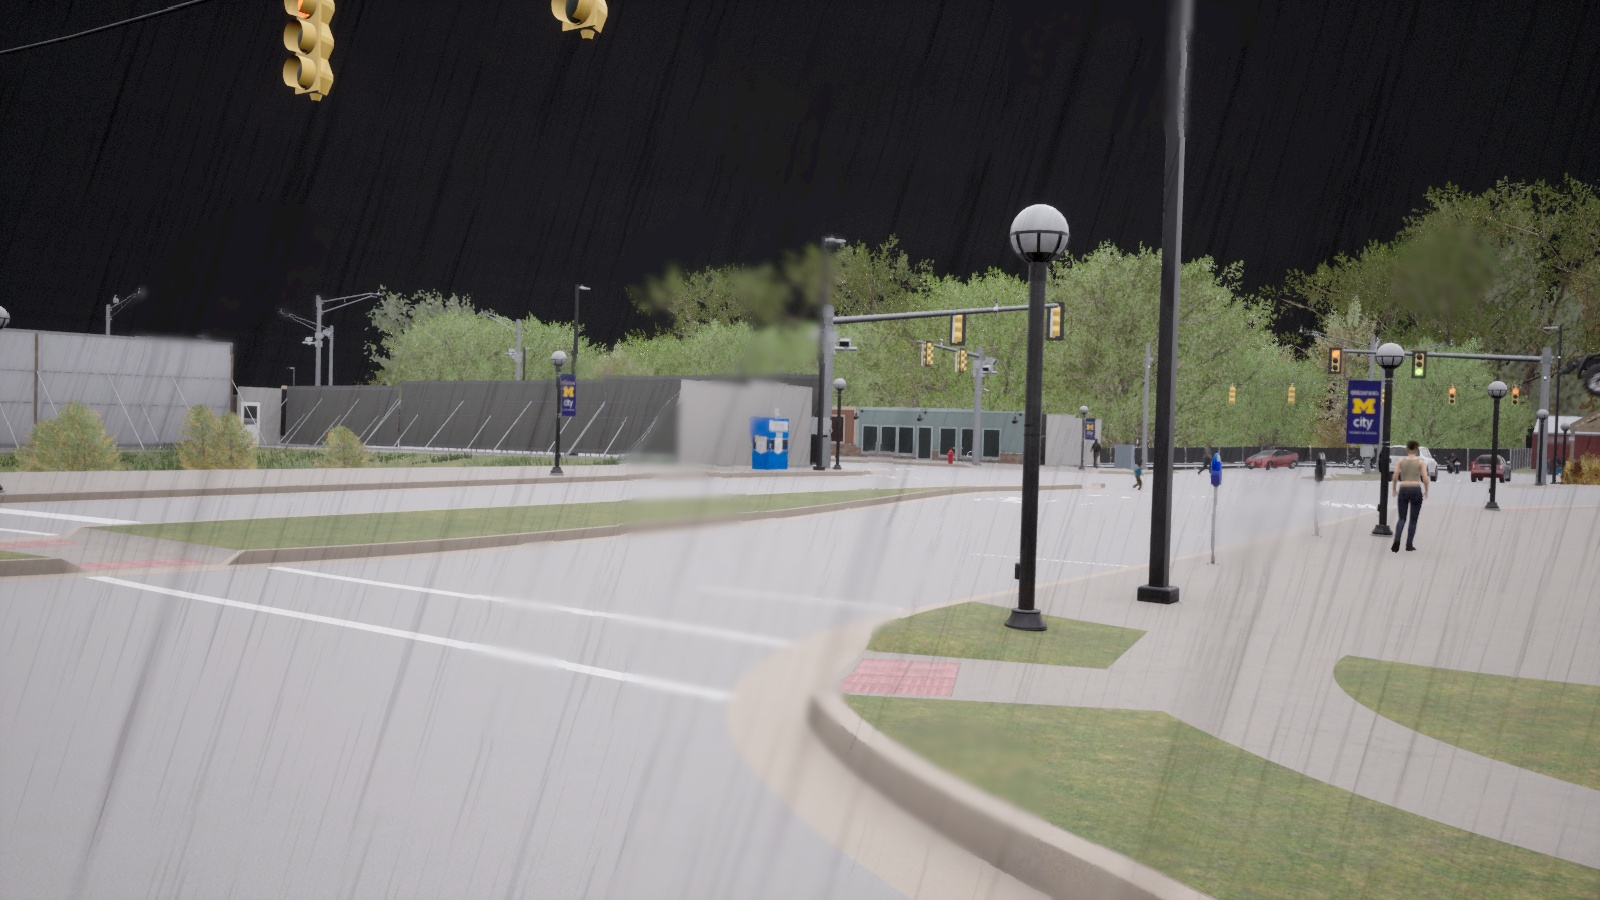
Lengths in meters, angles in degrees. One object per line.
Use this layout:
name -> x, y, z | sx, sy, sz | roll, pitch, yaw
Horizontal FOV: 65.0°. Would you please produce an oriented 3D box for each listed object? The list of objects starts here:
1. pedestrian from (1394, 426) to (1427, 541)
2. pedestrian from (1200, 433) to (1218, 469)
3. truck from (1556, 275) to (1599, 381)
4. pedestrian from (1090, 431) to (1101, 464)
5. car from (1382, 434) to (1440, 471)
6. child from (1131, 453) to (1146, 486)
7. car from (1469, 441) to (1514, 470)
pedestrian -> 9.932, 0.530, 20.426 | 0.345, 1.836, 0.594 | 2, 2, 34
pedestrian -> 21.165, 0.035, 65.041 | 0.694, 1.848, 0.540 | 2, 2, 41
truck -> 30.156, -4.364, 42.207 | 7.936, 3.462, 2.891 | -3, 2, 32
pedestrian -> 17.475, -0.131, 74.204 | 0.395, 1.930, 0.692 | 2, 2, 34
car -> 35.007, 0.158, 71.872 | 2.150, 2.045, 5.566 | 0, 0, 35
child -> 12.424, 0.697, 46.094 | 0.448, 1.192, 0.343 | 2, 2, 36
car -> 40.737, 0.293, 73.918 | 1.851, 1.617, 3.988 | 0, 1, 36
